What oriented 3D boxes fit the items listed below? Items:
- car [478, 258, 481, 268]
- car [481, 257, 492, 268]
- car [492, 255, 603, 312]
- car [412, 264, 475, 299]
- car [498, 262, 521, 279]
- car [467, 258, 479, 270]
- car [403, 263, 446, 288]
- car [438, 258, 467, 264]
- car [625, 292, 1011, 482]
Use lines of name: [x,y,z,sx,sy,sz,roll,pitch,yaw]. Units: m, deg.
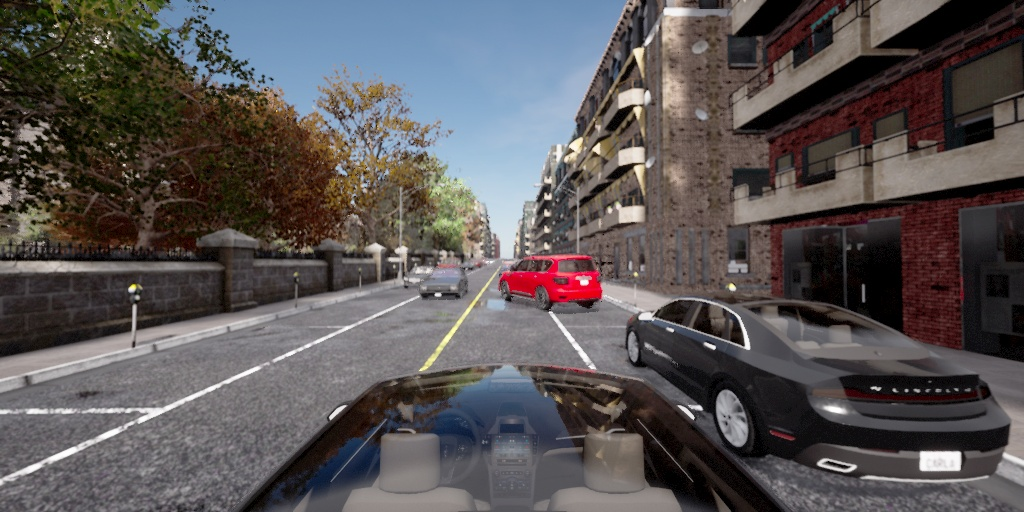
car: [-6.352,1.187,62.508,2.192,1.841,5.009,0,0,-1]
car: [-3.632,1.044,59.636,1.812,1.442,4.674,0,0,-1]
car: [1.358,0.999,14.843,2.150,2.045,5.566,-1,0,-25]
car: [-3.282,1.331,18.440,2.033,1.411,5.357,0,0,-1]
car: [-0.267,1.363,34.541,2.033,1.411,5.357,0,0,0]
car: [-6.231,1.416,51.461,1.948,1.339,4.313,0,0,-1]
car: [-5.929,1.346,23.845,2.007,1.370,4.403,0,0,-1]
car: [-6.049,1.132,34.892,2.192,1.841,5.009,0,0,-1]
car: [3.112,1.260,5.051,1.837,1.490,4.892,0,0,-1]
